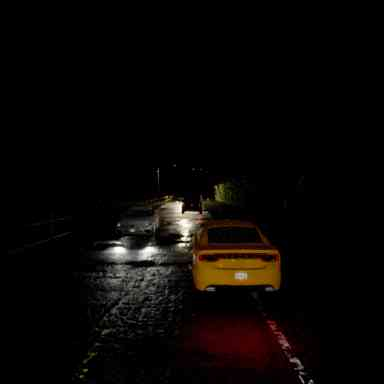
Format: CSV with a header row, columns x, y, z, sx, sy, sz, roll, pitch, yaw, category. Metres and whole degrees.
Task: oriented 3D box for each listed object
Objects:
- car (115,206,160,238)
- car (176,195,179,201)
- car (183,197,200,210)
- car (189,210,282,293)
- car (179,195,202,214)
x,y,z,sx,sy,sz,roll,pitch,yaw,category
-2.788,1.524,17.813,1.812,1.442,4.674,0,0,0,car
-2.929,1.523,83.919,1.837,1.490,4.892,0,0,0,car
-0.033,1.492,45.039,2.128,1.511,4.902,0,0,0,car
0.944,1.477,8.925,1.882,1.535,5.008,0,0,0,car
-0.003,1.352,35.079,2.097,1.767,4.553,0,0,0,car
